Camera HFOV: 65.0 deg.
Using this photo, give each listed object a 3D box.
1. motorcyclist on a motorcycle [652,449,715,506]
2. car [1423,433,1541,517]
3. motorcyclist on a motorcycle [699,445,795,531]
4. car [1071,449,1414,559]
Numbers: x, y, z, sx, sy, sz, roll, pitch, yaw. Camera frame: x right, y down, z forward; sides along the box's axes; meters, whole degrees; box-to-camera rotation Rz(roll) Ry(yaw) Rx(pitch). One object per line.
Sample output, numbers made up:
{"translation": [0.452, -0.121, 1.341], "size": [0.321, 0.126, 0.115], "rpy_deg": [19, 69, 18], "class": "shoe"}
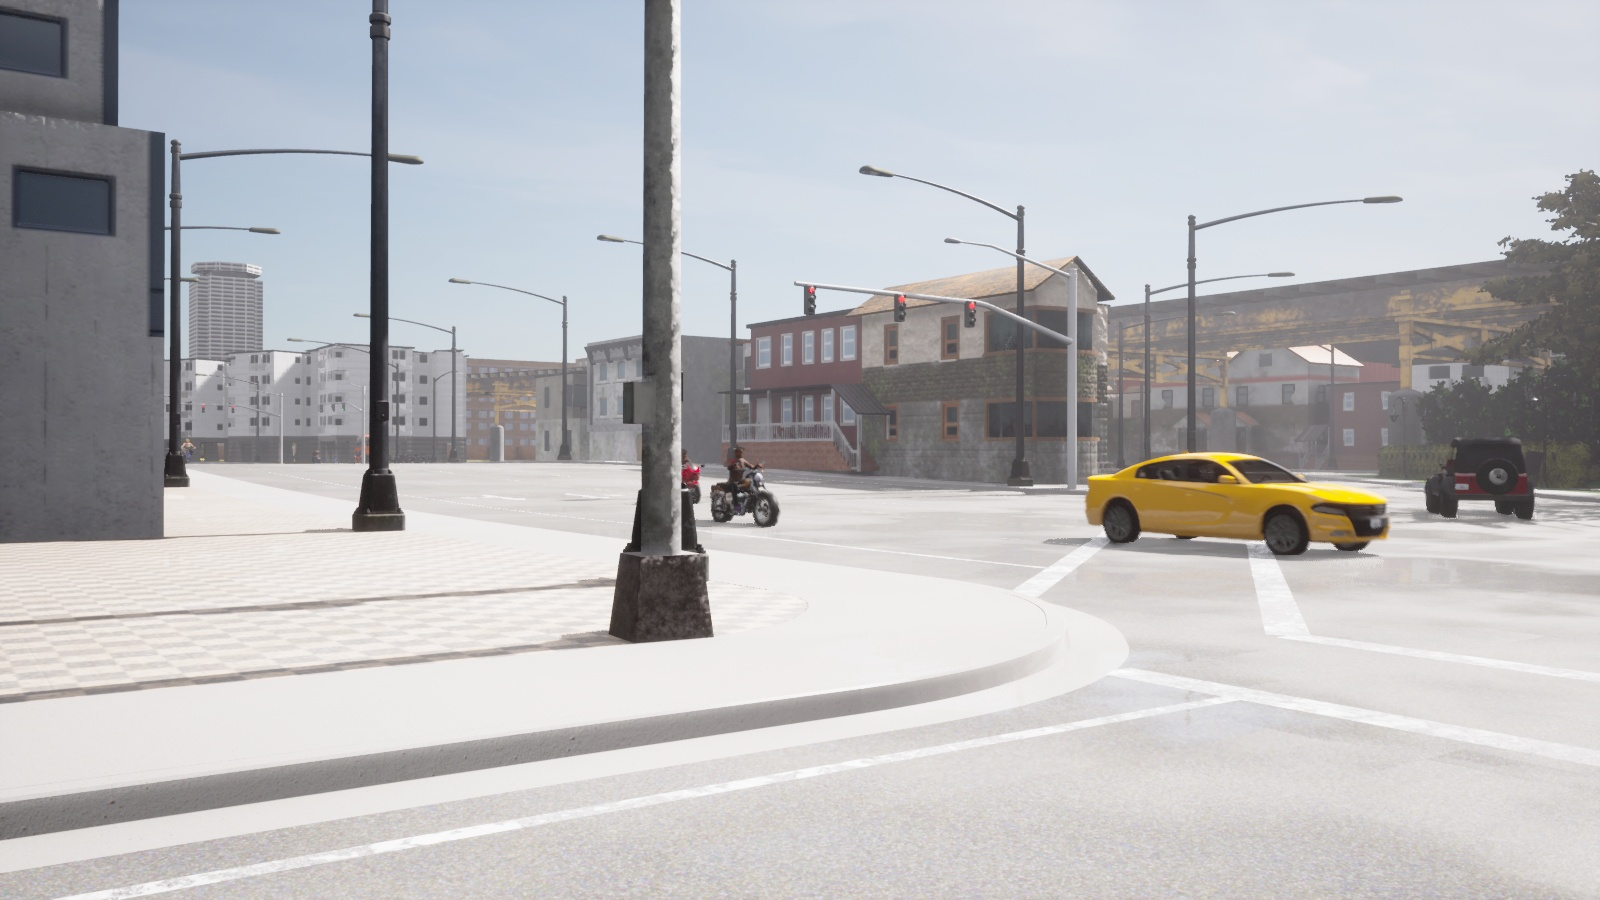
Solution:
{"translation": [-3.211, 0.736, 34.385], "size": [0.797, 1.523, 2.044], "rpy_deg": [0, 0, -35], "class": "motorcyclist on a motorcycle"}
{"translation": [16.327, 0.567, 30.239], "size": [1.905, 1.878, 3.866], "rpy_deg": [0, 0, 19], "class": "car"}
{"translation": [-1.102, 0.721, 25.344], "size": [0.766, 1.649, 2.350], "rpy_deg": [0, 0, -35], "class": "motorcyclist on a motorcycle"}
{"translation": [6.888, 0.755, 20.115], "size": [1.882, 1.535, 5.008], "rpy_deg": [0, 0, -35], "class": "car"}
